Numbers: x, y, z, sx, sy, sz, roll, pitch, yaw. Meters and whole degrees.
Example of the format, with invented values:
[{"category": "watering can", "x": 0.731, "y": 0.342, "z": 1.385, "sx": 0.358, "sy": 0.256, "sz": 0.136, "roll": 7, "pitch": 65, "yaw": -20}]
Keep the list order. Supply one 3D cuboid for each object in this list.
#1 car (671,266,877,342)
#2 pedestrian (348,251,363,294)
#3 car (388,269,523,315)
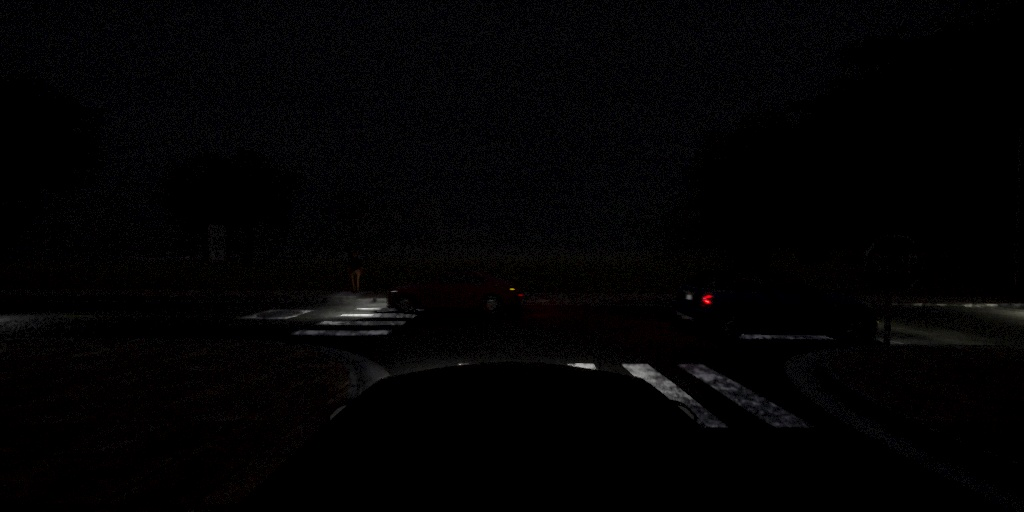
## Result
[{"category": "car", "x": 6.914, "y": 1.170, "z": 9.715, "sx": 4.553, "sy": 1.767, "sz": 2.097, "roll": 1, "pitch": 1, "yaw": 0}, {"category": "pedestrian", "x": -6.832, "y": 0.699, "z": 15.592, "sx": 0.375, "sy": 1.860, "sz": 0.375, "roll": 0, "pitch": 1, "yaw": 0}, {"category": "car", "x": -1.956, "y": 1.197, "z": 12.675, "sx": 4.674, "sy": 1.442, "sz": 1.812, "roll": 0, "pitch": 1, "yaw": 0}]
